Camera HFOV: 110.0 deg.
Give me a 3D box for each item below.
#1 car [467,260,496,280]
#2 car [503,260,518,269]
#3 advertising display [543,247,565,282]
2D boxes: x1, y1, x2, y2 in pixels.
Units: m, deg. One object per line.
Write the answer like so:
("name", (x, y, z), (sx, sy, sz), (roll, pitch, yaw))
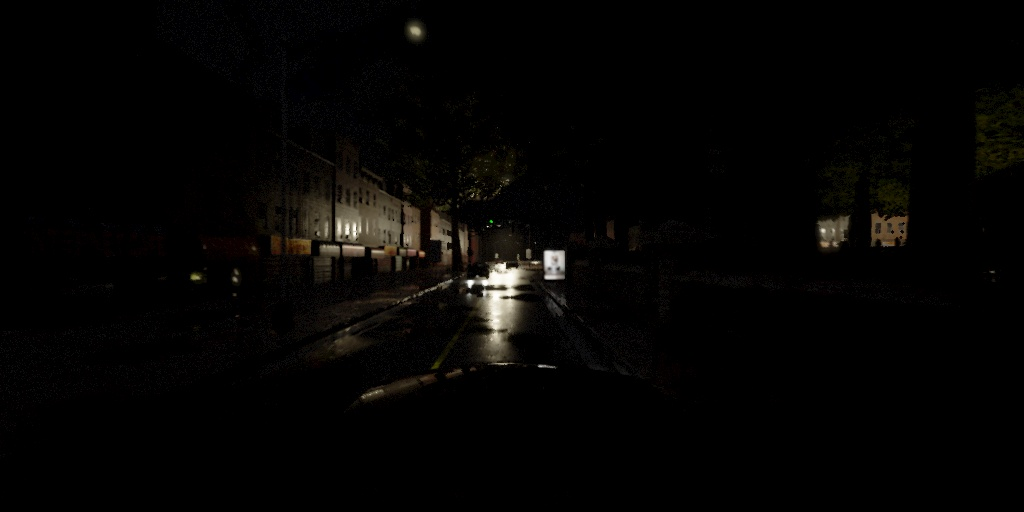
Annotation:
("car", (-2.782, 1.281, 31.711), (2.033, 1.411, 5.357), (0, 0, 0))
("car", (-0.012, 1.332, 54.656), (1.895, 1.301, 4.718), (0, 0, 0))
("advertising display", (2.998, 0.762, 25.410), (1.540, 2.440, 0.280), (0, 0, 0))
